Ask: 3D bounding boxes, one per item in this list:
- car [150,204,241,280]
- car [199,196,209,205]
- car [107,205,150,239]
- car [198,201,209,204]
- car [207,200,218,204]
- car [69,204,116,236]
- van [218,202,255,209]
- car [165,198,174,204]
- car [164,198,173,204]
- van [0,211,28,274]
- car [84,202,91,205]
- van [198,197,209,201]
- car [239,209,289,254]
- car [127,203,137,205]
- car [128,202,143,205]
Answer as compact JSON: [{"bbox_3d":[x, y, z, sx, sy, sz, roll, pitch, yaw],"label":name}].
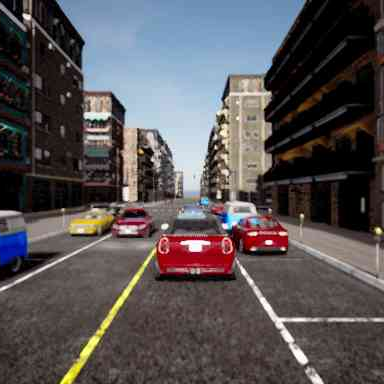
[{"bbox_3d":[0.094,1.424,10.346,2.097,1.767,4.553,0,-1,0],"label":"car"},{"bbox_3d":[2.760,2.008,79.900,2.192,1.841,5.009,-1,-1,0],"label":"car"},{"bbox_3d":[-3.091,1.657,18.366,1.812,1.442,4.674,0,0,0],"label":"car"},{"bbox_3d":[0.111,1.759,28.823,2.033,1.411,5.357,0,0,0],"label":"car"},{"bbox_3d":[2.809,1.857,36.501,1.802,1.307,4.206,0,-1,0],"label":"car"},{"bbox_3d":[-5.687,1.664,19.381,1.752,1.417,4.829,0,0,0],"label":"car"},{"bbox_3d":[2.692,1.481,19.522,1.690,1.788,3.998,0,0,0],"label":"van"},{"bbox_3d":[-5.801,2.319,85.473,1.947,1.339,4.313,-1,-1,0],"label":"car"},{"bbox_3d":[-5.803,2.275,79.951,1.802,1.307,4.206,-1,-1,0],"label":"car"},{"bbox_3d":[-5.693,1.399,8.230,1.690,1.788,3.998,0,0,0],"label":"van"},{"bbox_3d":[-17.710,1.876,51.697,4.206,1.307,1.802,1,-1,0],"label":"car"},{"bbox_3d":[2.846,1.976,74.403,1.690,1.788,3.998,-1,-1,0],"label":"van"},{"bbox_3d":[2.691,1.643,13.860,1.887,1.381,4.507,0,0,0],"label":"car"},{"bbox_3d":[-5.684,1.749,25.212,1.947,1.339,4.313,0,0,0],"label":"car"},{"bbox_3d":[-5.724,1.684,32.724,1.967,1.590,4.097,0,0,0],"label":"car"}]
